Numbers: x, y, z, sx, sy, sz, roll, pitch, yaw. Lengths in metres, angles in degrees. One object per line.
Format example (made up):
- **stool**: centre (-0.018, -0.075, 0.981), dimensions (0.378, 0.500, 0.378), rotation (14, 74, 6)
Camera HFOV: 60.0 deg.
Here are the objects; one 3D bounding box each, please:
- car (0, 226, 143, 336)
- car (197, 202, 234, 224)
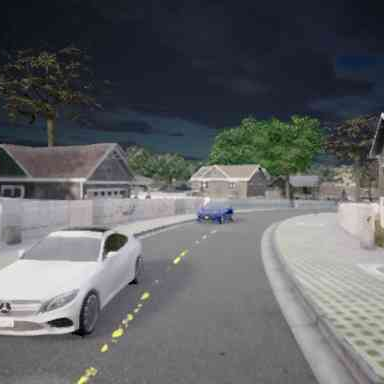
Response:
- **car**: centre (-2.292, 1.487, 6.797), dimensions (1.812, 1.442, 4.674), rotation (0, 0, 6)
- **car**: centre (1.875, 1.541, 25.448), dimensions (1.882, 1.535, 5.008), rotation (1, -1, 20)
